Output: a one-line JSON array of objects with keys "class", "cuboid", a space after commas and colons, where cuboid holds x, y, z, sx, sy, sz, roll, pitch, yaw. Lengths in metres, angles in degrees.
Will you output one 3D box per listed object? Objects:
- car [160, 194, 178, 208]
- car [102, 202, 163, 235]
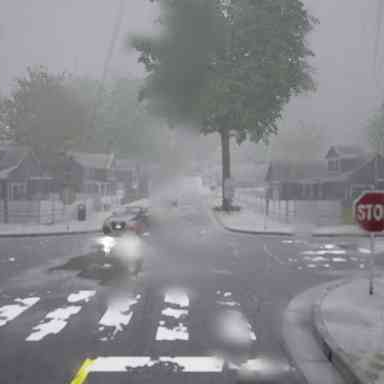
[{"class": "car", "cuboid": [-2.670, 1.014, 39.073, 1.882, 1.535, 5.008, 0, 1, 0]}, {"class": "car", "cuboid": [-3.299, 1.510, 18.426, 1.994, 1.385, 4.181, 0, 1, 10]}]
